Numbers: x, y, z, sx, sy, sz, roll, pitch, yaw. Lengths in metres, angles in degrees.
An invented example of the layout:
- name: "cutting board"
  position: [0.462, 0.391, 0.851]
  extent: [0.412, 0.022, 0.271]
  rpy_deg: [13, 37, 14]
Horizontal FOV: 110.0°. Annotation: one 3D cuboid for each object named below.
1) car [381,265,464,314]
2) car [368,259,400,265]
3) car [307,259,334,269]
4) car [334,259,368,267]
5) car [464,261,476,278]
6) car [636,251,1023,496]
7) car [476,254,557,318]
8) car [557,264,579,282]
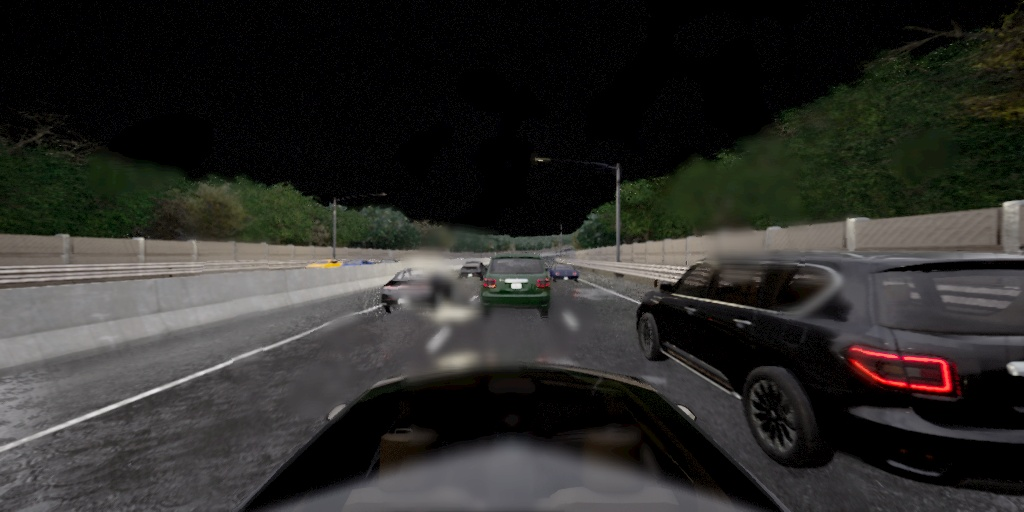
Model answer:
- name: "car"
  position: [-3.335, 1.203, 13.567]
  extent: [2.128, 1.511, 4.902]
  rpy_deg: [0, 0, 1]
- name: "car"
  position: [-13.483, 1.132, 39.179]
  extent: [1.882, 1.535, 5.008]
  rpy_deg: [0, 0, 2]
- name: "car"
  position: [-20.475, 1.123, 39.476]
  extent: [1.882, 1.535, 5.008]
  rpy_deg: [0, 0, 2]
- name: "car"
  position: [-16.978, 1.127, 39.346]
  extent: [1.882, 1.535, 5.008]
  rpy_deg: [0, 0, 2]
- name: "car"
  position: [-3.068, 1.184, 29.281]
  extent: [1.837, 1.490, 4.892]
  rpy_deg: [0, 0, 1]
- name: "car"
  position: [3.577, 0.962, 4.994]
  extent: [2.150, 2.045, 5.566]
  rpy_deg: [0, 0, 1]
- name: "car"
  position: [0.158, 0.937, 12.925]
  extent: [2.150, 2.045, 5.566]
  rpy_deg: [0, 0, 1]
- name: "car"
  position: [3.896, 1.290, 27.761]
  extent: [1.895, 1.301, 4.718]
  rpy_deg: [0, 0, 1]
